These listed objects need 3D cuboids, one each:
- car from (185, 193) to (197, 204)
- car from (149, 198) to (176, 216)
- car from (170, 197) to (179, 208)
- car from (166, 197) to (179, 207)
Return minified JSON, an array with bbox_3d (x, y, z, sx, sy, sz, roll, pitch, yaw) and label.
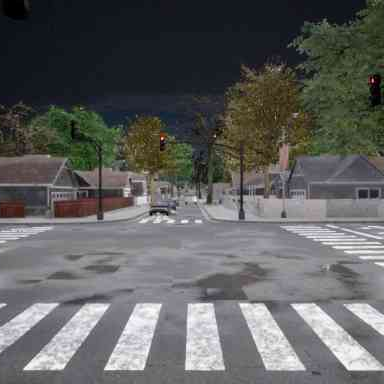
[{"bbox_3d":[-0.183,1.278,62.947,2.150,2.045,5.566,0,0,0],"label":"car"},{"bbox_3d":[-3.027,1.567,32.780,2.033,1.411,5.357,0,0,0],"label":"car"},{"bbox_3d":[-3.006,1.594,42.727,1.994,1.385,4.181,0,0,0],"label":"car"},{"bbox_3d":[-3.024,1.568,52.977,1.812,1.442,4.674,0,0,0],"label":"car"}]
